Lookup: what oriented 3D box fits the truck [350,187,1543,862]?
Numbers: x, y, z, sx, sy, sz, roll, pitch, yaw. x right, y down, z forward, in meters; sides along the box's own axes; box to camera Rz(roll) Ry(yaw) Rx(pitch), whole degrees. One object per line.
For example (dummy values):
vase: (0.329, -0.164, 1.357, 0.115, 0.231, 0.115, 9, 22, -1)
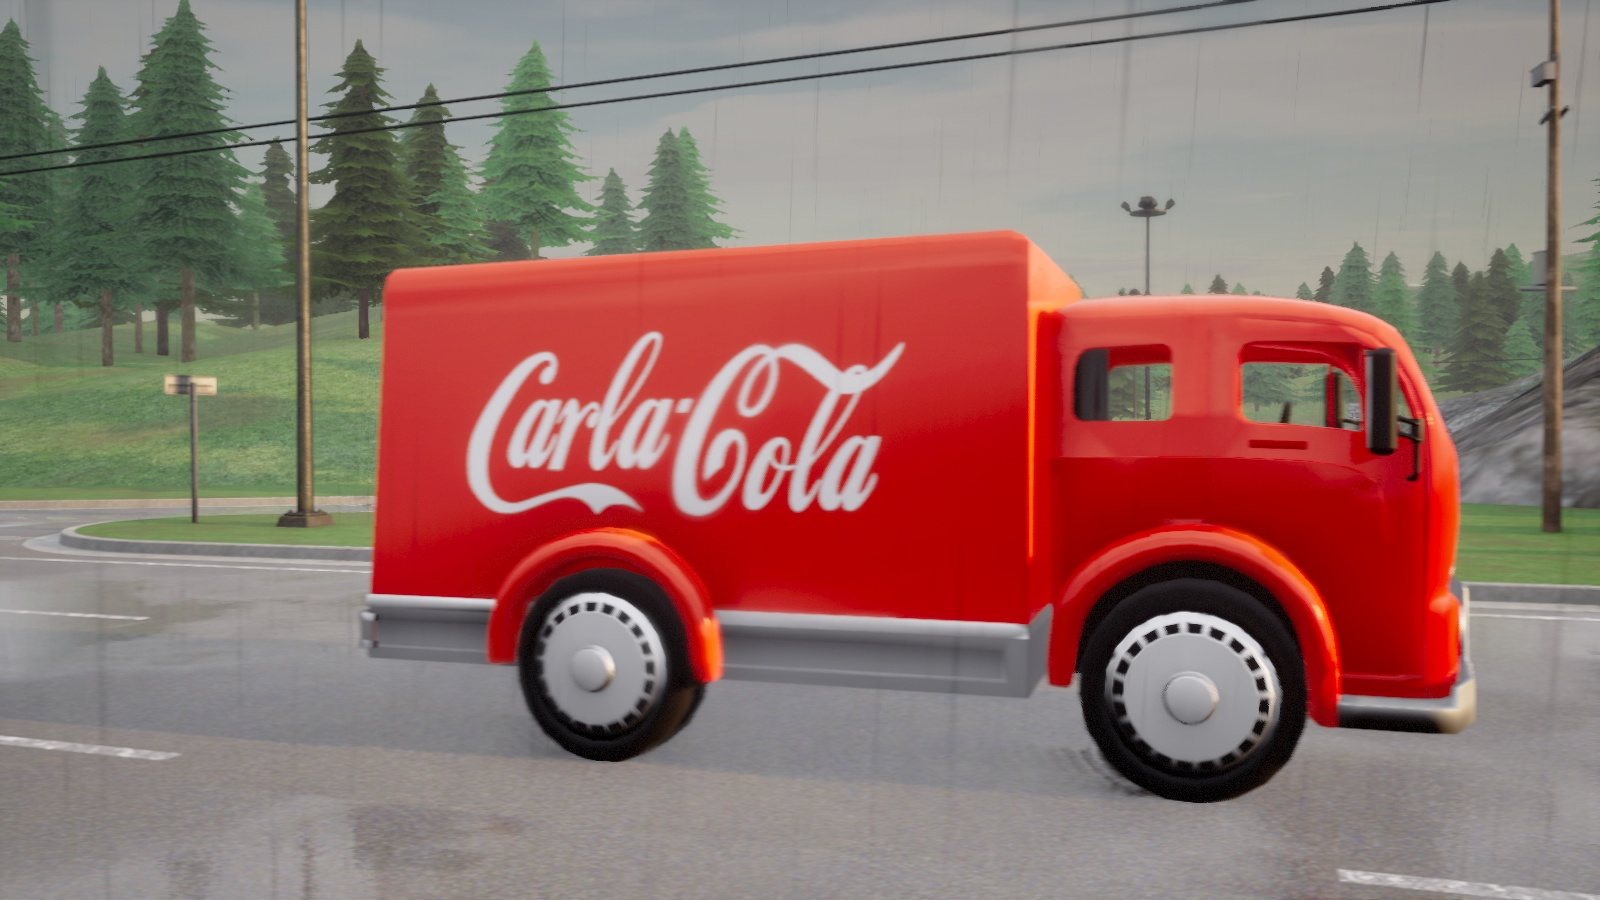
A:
truck: (0.651, 0.235, 6.659, 5.204, 2.467, 2.627, 1, 1, 19)
